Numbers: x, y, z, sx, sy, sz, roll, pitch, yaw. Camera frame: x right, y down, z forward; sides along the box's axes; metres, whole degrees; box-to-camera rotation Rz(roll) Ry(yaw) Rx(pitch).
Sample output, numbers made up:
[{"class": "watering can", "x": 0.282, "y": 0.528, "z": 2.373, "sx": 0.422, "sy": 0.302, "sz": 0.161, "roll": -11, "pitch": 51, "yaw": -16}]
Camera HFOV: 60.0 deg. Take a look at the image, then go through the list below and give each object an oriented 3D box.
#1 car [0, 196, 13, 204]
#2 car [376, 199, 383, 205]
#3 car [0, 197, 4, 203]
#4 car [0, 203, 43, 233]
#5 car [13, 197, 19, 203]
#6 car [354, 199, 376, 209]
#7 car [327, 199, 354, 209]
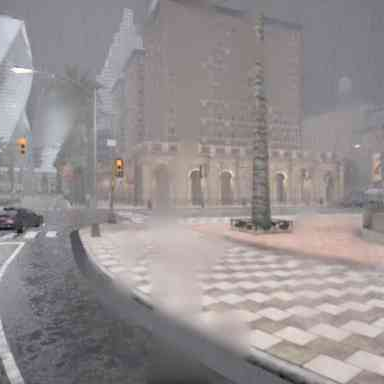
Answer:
[{"class": "car", "x": -36.213, "y": 1.754, "z": 63.722, "sx": 1.837, "sy": 1.490, "sz": 4.892, "roll": 0, "pitch": 0, "yaw": -21}, {"class": "car", "x": 27.337, "y": 1.733, "z": 43.990, "sx": 4.902, "sy": 1.511, "sz": 2.128, "roll": 0, "pitch": 0, "yaw": -22}, {"class": "car", "x": -45.429, "y": 1.858, "z": 77.633, "sx": 1.994, "sy": 1.385, "sz": 4.181, "roll": 0, "pitch": 0, "yaw": -21}, {"class": "car", "x": -10.567, "y": 1.629, "z": 19.939, "sx": 2.033, "sy": 1.411, "sz": 5.357, "roll": 0, "pitch": 0, "yaw": -9}, {"class": "car", "x": -42.188, "y": 1.856, "z": 78.955, "sx": 2.033, "sy": 1.411, "sz": 5.357, "roll": 0, "pitch": 0, "yaw": -21}, {"class": "car", "x": 26.018, "y": 1.746, "z": 47.231, "sx": 4.902, "sy": 1.511, "sz": 2.128, "roll": 0, "pitch": 0, "yaw": -22}, {"class": "car", "x": 22.519, "y": 1.754, "z": 49.703, "sx": 4.902, "sy": 1.511, "sz": 2.128, "roll": 0, "pitch": 0, "yaw": -22}]
